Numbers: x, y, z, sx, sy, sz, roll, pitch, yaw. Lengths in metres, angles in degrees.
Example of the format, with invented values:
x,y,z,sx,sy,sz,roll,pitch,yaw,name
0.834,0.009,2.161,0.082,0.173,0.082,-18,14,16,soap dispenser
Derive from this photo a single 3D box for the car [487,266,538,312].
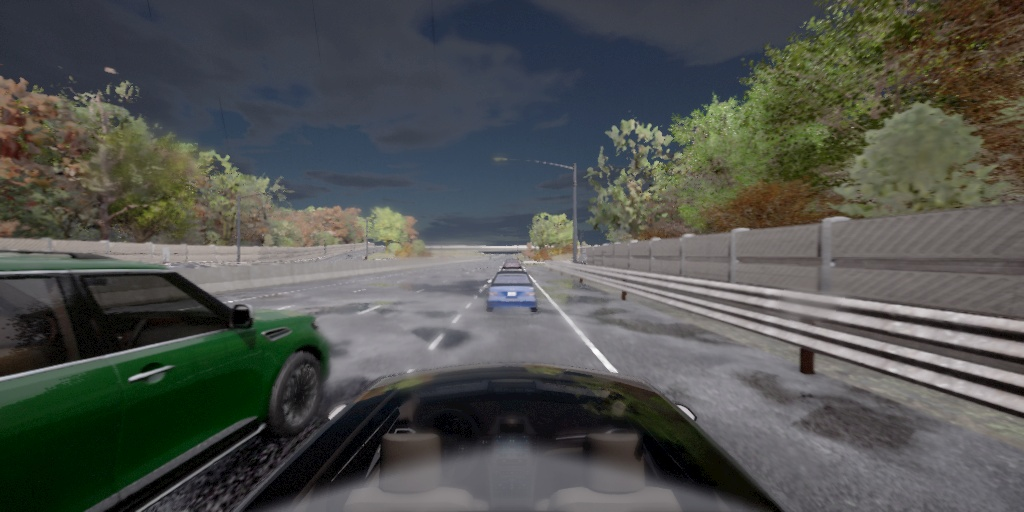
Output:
x,y,z,sx,sy,sz,roll,pitch,yaw,name
0.005,1.288,14.238,2.033,1.411,5.357,0,0,0,car

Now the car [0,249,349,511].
x,y,z,sx,sy,sz,roll,pitch,yaw,name
-3.400,0.972,2.253,2.150,2.045,5.566,0,0,0,car

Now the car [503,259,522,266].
x,y,z,sx,sy,sz,roll,pitch,yaw,name
0.013,1.234,28.885,2.128,1.511,4.902,0,0,0,car
